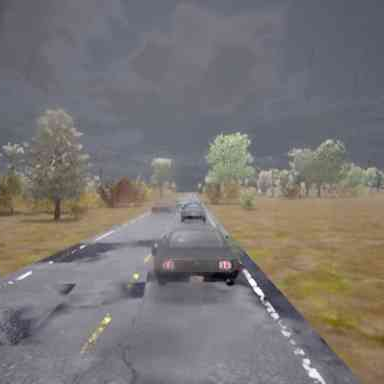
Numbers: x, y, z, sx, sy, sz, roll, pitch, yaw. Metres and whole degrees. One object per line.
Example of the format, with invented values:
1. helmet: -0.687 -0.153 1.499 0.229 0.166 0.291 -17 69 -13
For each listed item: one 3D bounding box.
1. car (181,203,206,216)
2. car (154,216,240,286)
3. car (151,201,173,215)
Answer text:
1. car: 0.110 1.563 26.595 1.994 1.385 4.181 0 0 0
2. car: 0.103 1.603 9.386 1.895 1.301 4.718 0 0 0
3. car: -3.084 1.597 34.629 1.895 1.301 4.718 0 0 0
